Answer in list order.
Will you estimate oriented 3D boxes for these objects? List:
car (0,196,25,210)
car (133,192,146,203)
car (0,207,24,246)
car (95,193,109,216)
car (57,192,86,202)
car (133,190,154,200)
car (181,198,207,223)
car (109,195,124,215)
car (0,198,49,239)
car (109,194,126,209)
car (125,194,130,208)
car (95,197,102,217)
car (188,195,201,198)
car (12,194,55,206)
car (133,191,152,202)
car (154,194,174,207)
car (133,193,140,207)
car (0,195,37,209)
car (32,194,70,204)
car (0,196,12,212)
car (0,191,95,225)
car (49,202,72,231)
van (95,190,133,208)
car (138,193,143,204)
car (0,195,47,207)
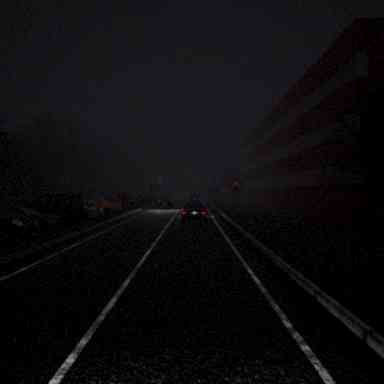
[{"bbox_3d":[-21.863,1.233,37.594,4.792,1.488,2.163,0,1,0],"label":"car"},{"bbox_3d":[-9.250,1.159,46.127,4.674,1.452,2.002,0,1,0],"label":"car"},{"bbox_3d":[-9.298,1.458,12.220,5.008,1.535,2.097,0,1,0],"label":"car"},{"bbox_3d":[-9.313,1.191,26.347,4.553,1.767,2.185,0,1,0],"label":"car"},{"bbox_3d":[-21.741,0.829,60.190,4.553,1.767,2.185,0,0,0],"label":"car"},{"bbox_3d":[-9.207,0.744,57.427,5.566,2.045,2.435,0,1,0],"label":"car"},{"bbox_3d":[0.168,1.423,24.626,2.033,1.411,5.357,0,0,0],"label":"car"},{"bbox_3d":[-9.092,1.286,29.173,5.366,1.575,1.946,0,1,0],"label":"car"},{"bbox_3d":[-9.331,1.305,15.044,4.553,1.767,2.185,0,1,0],"label":"car"},{"bbox_3d":[-9.459,1.257,31.999,5.366,1.575,1.946,0,1,0],"label":"car"},{"bbox_3d":[-9.267,1.272,34.825,4.674,1.452,2.002,0,1,0],"label":"car"},{"bbox_3d":[-9.472,1.342,23.522,5.366,1.575,1.946,0,1,0],"label":"car"},{"bbox_3d":[0.298,1.110,42.546,2.033,1.411,5.357,0,-6,1],"label":"car"},{"bbox_3d":[-21.817,1.119,46.065,4.892,1.521,2.231,0,1,0],"label":"car"},{"bbox_3d":[-9.238,1.059,51.777,5.008,1.535,2.097,0,1,0],"label":"car"},{"bbox_3d":[-3.163,1.011,40.600,1.837,1.490,4.892,0,1,1],"label":"car"},{"bbox_3d":[-9.231,1.205,40.476,4.792,1.488,2.163,0,1,0],"label":"car"},{"bbox_3d":[-21.825,1.175,40.418,5.008,1.535,2.097,0,1,0],"label":"car"},{"bbox_3d":[-21.823,1.060,51.712,4.892,1.521,2.231,0,1,0],"label":"car"},{"bbox_3d":[-21.842,1.233,34.646,5.008,1.535,2.097,0,1,0],"label":"car"},{"bbox_3d":[-9.319,1.122,20.694,5.566,2.045,2.435,0,1,0],"label":"car"},{"bbox_3d":[-9.298,1.442,17.872,4.674,1.452,2.002,0,1,0],"label":"car"},{"bbox_3d":[-9.382,0.978,37.648,4.442,1.987,1.878,0,1,0],"label":"van"},{"bbox_3d":[-9.259,1.187,43.302,4.674,1.452,2.002,0,1,0],"label":"car"},{"bbox_3d":[-21.820,1.147,43.241,5.008,1.535,2.097,0,1,0],"label":"car"}]
